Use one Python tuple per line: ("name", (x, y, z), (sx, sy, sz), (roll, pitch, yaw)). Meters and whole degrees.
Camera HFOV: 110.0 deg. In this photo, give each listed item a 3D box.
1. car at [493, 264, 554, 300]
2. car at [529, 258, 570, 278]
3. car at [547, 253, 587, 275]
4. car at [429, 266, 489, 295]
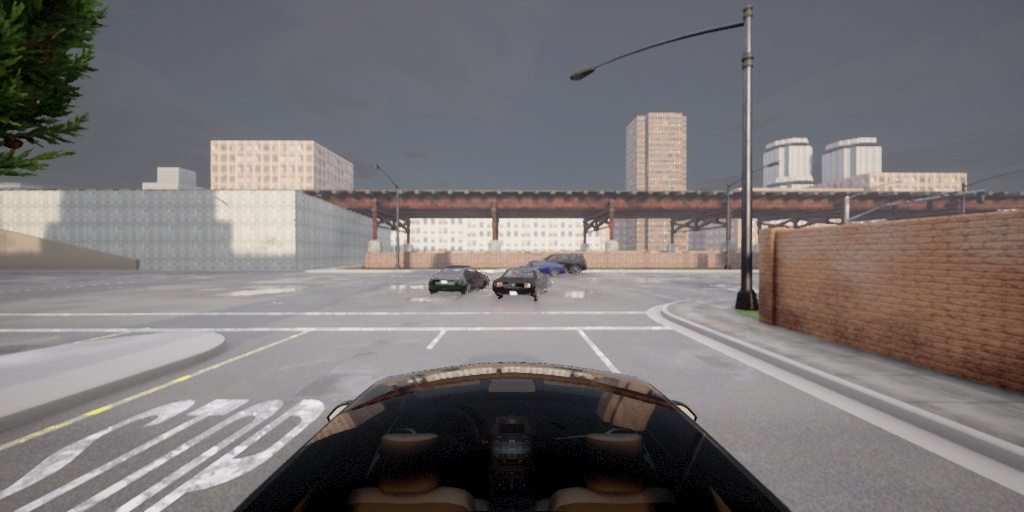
("car", (0.626, 1.244, 17.165), (1.895, 1.301, 4.718), (0, 0, 14))
("car", (2.205, 1.078, 30.374), (4.674, 1.442, 1.812), (0, 0, 0))
("car", (4.287, 0.749, 33.866), (5.566, 2.045, 2.150), (0, 0, 1))
("car", (-2.690, 1.195, 18.969), (1.994, 1.385, 4.181), (0, 0, 15))
